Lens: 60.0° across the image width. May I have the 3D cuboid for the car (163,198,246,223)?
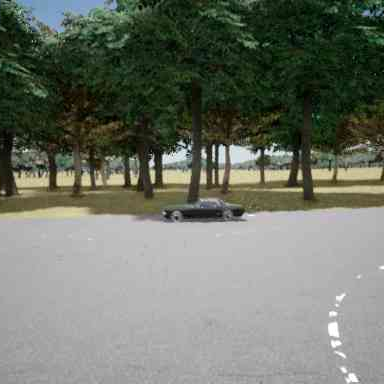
[{"bbox_3d":[0.654,1.038,19.526,4.718,1.301,1.895,-1,3,-1],"label":"car"}]
